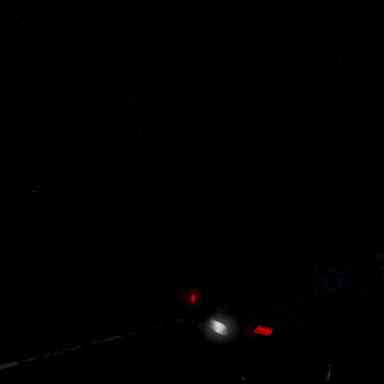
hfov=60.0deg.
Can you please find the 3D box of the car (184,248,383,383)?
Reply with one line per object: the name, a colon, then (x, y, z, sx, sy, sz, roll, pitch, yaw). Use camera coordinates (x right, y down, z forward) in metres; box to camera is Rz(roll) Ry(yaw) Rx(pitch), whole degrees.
car: (1.951, 1.606, 5.139, 4.181, 1.385, 1.994, 1, 0, -35)
